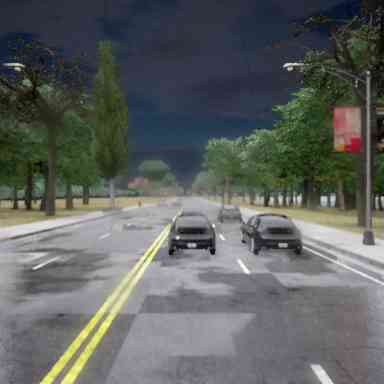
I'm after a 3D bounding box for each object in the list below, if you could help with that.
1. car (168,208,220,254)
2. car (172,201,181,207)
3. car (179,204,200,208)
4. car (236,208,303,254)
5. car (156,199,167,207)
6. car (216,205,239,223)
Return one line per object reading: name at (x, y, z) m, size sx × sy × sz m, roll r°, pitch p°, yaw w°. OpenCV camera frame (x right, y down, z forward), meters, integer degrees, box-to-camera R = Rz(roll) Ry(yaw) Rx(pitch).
car at (0.004, 1.669, 14.285) m, size 1.837 × 1.490 × 4.892 m, roll 0°, pitch 0°, yaw 0°
car at (-3.245, 2.601, 70.928) m, size 1.895 × 1.301 × 4.718 m, roll 0°, pitch -1°, yaw 0°
car at (0.004, 1.949, 29.100) m, size 1.895 × 1.301 × 4.718 m, roll 0°, pitch -1°, yaw 0°
car at (3.254, 1.669, 14.297) m, size 1.837 × 1.490 × 4.892 m, roll 0°, pitch 0°, yaw 0°
car at (-6.495, 2.362, 70.993) m, size 2.097 × 1.767 × 4.553 m, roll 0°, pitch -1°, yaw 0°
car at (3.255, 1.843, 29.306) m, size 2.128 × 1.511 × 4.902 m, roll 0°, pitch -1°, yaw 0°
